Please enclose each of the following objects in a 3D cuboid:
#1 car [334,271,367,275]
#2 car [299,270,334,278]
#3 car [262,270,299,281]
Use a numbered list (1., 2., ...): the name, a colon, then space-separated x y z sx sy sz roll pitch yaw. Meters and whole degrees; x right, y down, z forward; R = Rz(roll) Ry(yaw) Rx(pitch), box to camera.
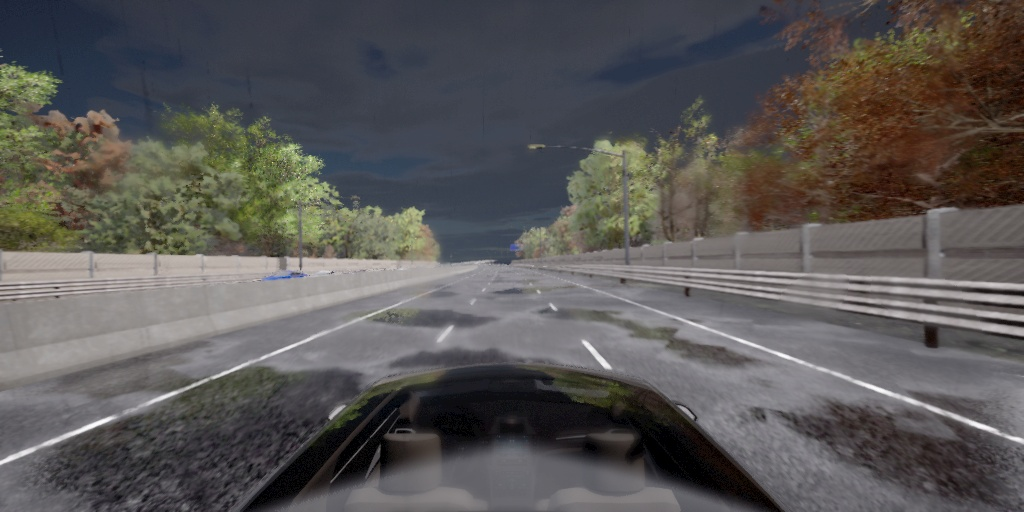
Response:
1. car: -14.362 2.060 33.417 1.994 1.385 4.181 -1 -1 -1
2. car: -17.886 2.120 34.300 1.812 1.442 4.674 -1 -1 -1
3. car: -21.380 2.146 33.954 1.882 1.535 5.008 -1 -1 -1
